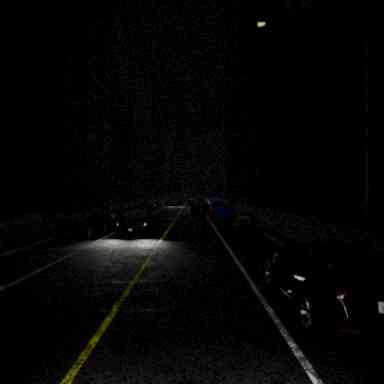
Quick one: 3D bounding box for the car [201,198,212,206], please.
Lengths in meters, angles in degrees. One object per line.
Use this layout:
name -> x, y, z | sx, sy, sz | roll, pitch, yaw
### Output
car -> 2.690, 1.885, 62.813 | 1.887, 1.381, 4.507 | 1, 0, 0

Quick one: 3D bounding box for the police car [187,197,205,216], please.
police car -> 0.762, 1.631, 35.596 | 1.930, 1.638, 5.238 | 0, 0, -3

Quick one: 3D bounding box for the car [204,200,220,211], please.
car -> 2.686, 1.809, 45.939 | 2.008, 1.369, 4.403 | 1, 0, 0

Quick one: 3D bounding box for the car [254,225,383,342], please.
car -> 2.677, 1.607, 6.566 | 1.947, 1.339, 4.313 | 1, 0, 0

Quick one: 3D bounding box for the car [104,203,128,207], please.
car -> -5.843, 1.579, 23.439 | 1.967, 1.590, 4.097 | 1, 0, 0

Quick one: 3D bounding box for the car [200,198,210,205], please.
car -> 2.692, 1.910, 68.437 | 1.887, 1.381, 4.507 | 1, 0, 0

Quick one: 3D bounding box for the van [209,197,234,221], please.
van -> 2.685, 1.512, 29.066 | 1.690, 1.788, 3.998 | 1, 0, 0

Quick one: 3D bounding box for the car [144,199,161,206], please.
car -> -5.839, 1.803, 45.936 | 1.887, 1.381, 4.507 | 1, 0, 0

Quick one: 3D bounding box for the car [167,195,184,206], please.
car -> -3.016, 1.862, 61.976 | 1.812, 1.442, 4.674 | 0, 0, 1

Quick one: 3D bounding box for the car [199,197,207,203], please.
car -> 2.695, 2.002, 85.312 | 1.947, 1.339, 4.313 | 1, 0, 0

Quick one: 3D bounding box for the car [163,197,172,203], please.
car -> -5.832, 1.995, 79.683 | 1.802, 1.307, 4.206 | 1, 0, 0

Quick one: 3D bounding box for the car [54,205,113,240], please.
car -> -5.846, 1.652, 17.814 | 1.887, 1.381, 4.507 | 1, 0, 0

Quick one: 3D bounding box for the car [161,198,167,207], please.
car -> -5.836, 1.864, 57.184 | 2.008, 1.369, 4.403 | 1, 0, 0

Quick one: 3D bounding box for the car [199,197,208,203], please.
car -> 2.694, 1.958, 79.686 | 1.887, 1.381, 4.507 | 1, 0, 0

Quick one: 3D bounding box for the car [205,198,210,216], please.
car -> 2.685, 1.641, 34.690 | 1.967, 1.590, 4.097 | 1, 0, 0

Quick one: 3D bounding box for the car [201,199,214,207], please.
car -> 2.689, 1.865, 57.188 | 2.008, 1.369, 4.403 | 1, 0, 0

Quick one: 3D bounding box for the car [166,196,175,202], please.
car -> -5.827, 1.898, 90.932 | 1.967, 1.590, 4.097 | 1, 0, 0

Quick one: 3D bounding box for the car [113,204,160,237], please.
car -> -3.096, 1.640, 19.004 | 1.812, 1.442, 4.674 | 0, 0, 0

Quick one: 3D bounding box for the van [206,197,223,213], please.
van -> 2.687, 1.571, 40.316 | 1.690, 1.788, 3.998 | 1, 0, 0

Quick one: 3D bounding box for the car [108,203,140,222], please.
car -> -5.843, 1.715, 29.063 | 1.887, 1.381, 4.507 | 1, 0, 0

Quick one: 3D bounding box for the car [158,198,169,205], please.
car -> -5.834, 1.890, 68.263 | 1.752, 1.417, 4.829 | 1, 0, 0

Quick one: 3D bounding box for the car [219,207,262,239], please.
car -> 2.680, 1.690, 17.816 | 1.802, 1.307, 4.206 | 1, 0, 0

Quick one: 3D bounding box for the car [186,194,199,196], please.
car -> 0.021, 1.821, 84.009 | 2.033, 1.411, 5.357 | 0, 0, 0

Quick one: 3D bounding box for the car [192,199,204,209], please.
car -> 0.912, 1.812, 51.526 | 1.812, 1.442, 4.674 | 0, 0, 0

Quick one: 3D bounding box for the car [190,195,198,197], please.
car -> 0.016, 1.869, 68.844 | 1.895, 1.301, 4.718 | 0, 0, 0
